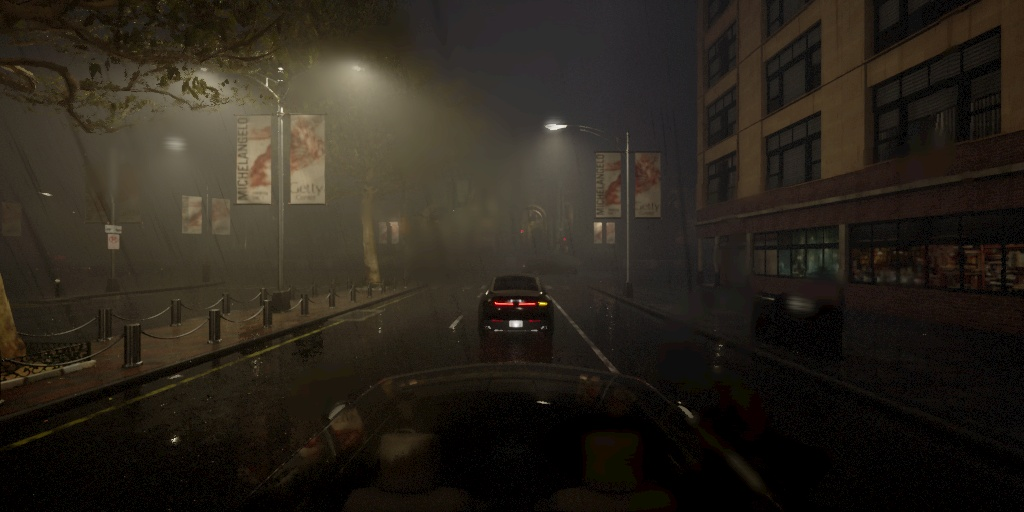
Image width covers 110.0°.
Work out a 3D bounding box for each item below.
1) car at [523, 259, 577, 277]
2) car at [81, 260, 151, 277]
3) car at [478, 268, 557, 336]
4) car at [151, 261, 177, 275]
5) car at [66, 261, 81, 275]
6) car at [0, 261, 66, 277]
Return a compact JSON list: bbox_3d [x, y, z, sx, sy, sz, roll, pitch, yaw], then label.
[{"bbox_3d":[3.749,1.227,34.396,5.008,1.535,1.882,0,0,1],"label":"car"},{"bbox_3d":[-38.407,1.314,34.877,4.181,1.385,1.994,0,0,0],"label":"car"},{"bbox_3d":[0.122,1.255,10.365,1.837,1.490,4.892,0,0,1],"label":"car"},{"bbox_3d":[-38.903,1.227,38.383,5.008,1.535,1.882,0,0,0],"label":"car"},{"bbox_3d":[-48.153,1.241,38.414,4.902,1.511,2.128,0,0,0],"label":"car"},{"bbox_3d":[-47.267,1.254,34.907,4.892,1.490,1.837,0,0,-1],"label":"car"}]
